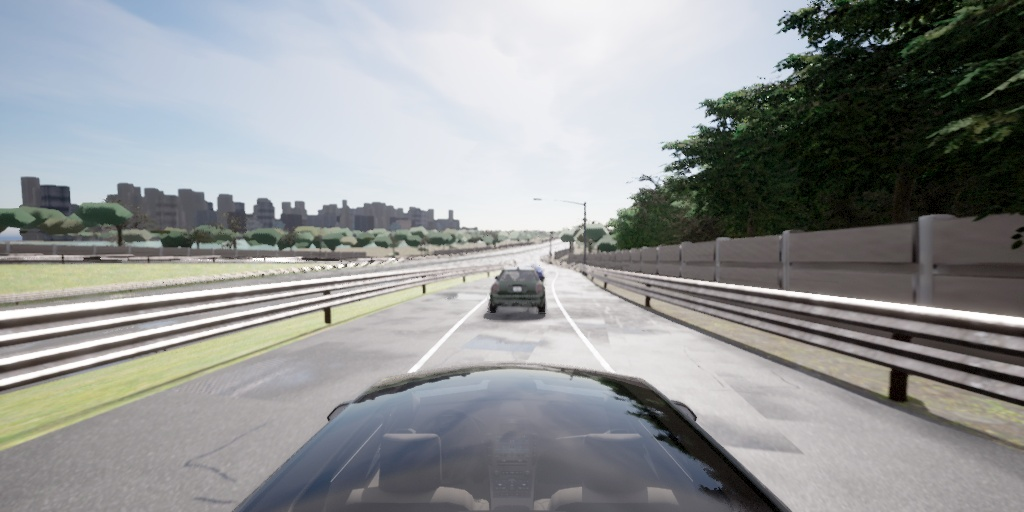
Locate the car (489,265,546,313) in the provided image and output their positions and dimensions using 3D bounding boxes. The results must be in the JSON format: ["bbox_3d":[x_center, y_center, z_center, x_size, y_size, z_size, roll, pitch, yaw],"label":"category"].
[{"bbox_3d":[0.307,1.235,14.955,2.097,1.767,4.553,0,-1,3],"label":"car"}]
